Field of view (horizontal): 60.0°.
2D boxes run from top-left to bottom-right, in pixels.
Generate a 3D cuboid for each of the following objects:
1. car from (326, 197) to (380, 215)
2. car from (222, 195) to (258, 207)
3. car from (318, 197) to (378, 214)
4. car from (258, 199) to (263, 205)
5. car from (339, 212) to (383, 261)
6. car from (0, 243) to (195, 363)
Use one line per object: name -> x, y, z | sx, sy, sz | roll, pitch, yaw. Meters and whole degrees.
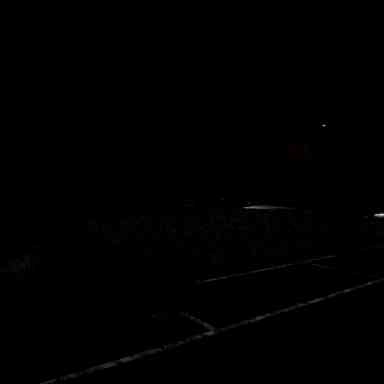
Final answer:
car -> 15.388, 1.282, 31.893 | 1.994, 1.385, 4.181 | 0, 1, -35
car -> 5.500, 1.054, 40.348 | 1.994, 1.385, 4.181 | 0, 1, -35
car -> 13.176, 1.217, 29.380 | 2.128, 1.511, 4.902 | 0, 1, -35
car -> 7.104, 1.067, 43.722 | 1.895, 1.301, 4.718 | 0, 1, -35
car -> 6.837, 1.552, 11.449 | 4.403, 1.369, 2.008 | 0, 0, -35
car -> -2.061, 1.545, 5.172 | 4.507, 1.381, 1.887 | 0, 0, -35
